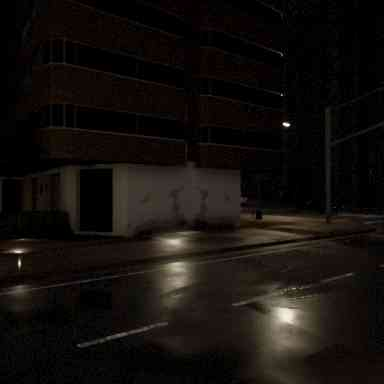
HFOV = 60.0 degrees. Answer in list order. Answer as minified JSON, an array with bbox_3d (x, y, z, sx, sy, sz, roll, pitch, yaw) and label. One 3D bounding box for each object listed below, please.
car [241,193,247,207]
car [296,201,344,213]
[{"bbox_3d":[6.159,1.222,51.964,2.150,2.045,5.566,0,0,-36],"label":"car"},{"bbox_3d":[13.600,1.600,35.398,1.895,1.301,4.718,0,0,-36],"label":"car"}]
